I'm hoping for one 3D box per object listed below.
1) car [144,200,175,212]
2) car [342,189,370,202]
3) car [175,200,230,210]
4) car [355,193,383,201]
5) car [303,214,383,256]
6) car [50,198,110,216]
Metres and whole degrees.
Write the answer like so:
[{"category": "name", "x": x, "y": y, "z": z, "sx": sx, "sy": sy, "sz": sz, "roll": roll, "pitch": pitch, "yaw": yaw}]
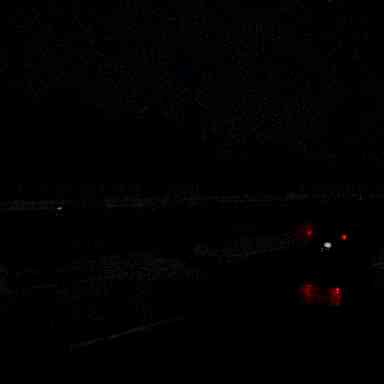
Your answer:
[{"category": "car", "x": -1.864, "y": 1.383, "z": 28.419, "sx": 4.674, "sy": 1.442, "sz": 1.812, "roll": -1, "pitch": 0, "yaw": -35}, {"category": "car", "x": 26.072, "y": 0.619, "z": 52.507, "sx": 5.566, "sy": 2.045, "sz": 2.150, "roll": -1, "pitch": 0, "yaw": -35}, {"category": "car", "x": 1.137, "y": 1.408, "z": 26.257, "sx": 4.181, "sy": 1.385, "sz": 1.994, "roll": -1, "pitch": 0, "yaw": -35}, {"category": "car", "x": 19.716, "y": 1.091, "z": 35.151, "sx": 4.892, "sy": 1.490, "sz": 1.837, "roll": -1, "pitch": 1, "yaw": -35}, {"category": "car", "x": 6.418, "y": 1.484, "z": 12.594, "sx": 4.718, "sy": 1.301, "sz": 1.895, "roll": -1, "pitch": 0, "yaw": -35}, {"category": "car", "x": -9.221, "y": 1.276, "z": 27.488, "sx": 4.553, "sy": 1.767, "sz": 2.097, "roll": -1, "pitch": 0, "yaw": -35}]
